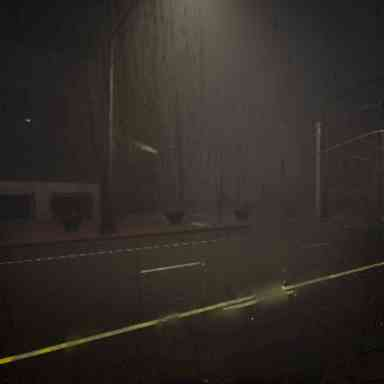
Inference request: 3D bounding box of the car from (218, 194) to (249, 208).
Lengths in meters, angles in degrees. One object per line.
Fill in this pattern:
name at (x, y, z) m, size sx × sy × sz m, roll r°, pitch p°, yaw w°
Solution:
car at (6.059, 1.364, 49.236) m, size 2.150 × 2.045 × 5.566 m, roll 1°, pitch -1°, yaw -35°
